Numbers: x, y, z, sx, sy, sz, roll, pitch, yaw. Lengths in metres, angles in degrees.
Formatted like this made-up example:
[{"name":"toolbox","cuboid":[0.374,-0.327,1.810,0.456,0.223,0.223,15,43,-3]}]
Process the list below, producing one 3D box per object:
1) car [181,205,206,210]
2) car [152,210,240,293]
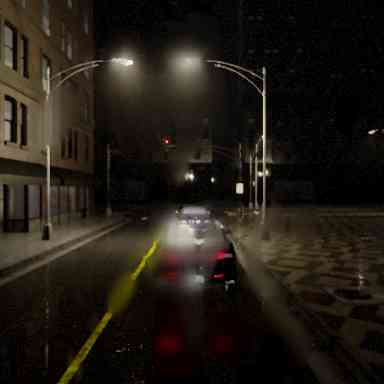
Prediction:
[{"name":"car","cuboid":[0.098,1.469,18.886,2.033,1.411,5.357,0,0,-2]},{"name":"car","cuboid":[0.089,1.455,8.774,2.128,1.511,4.902,0,0,0]}]
